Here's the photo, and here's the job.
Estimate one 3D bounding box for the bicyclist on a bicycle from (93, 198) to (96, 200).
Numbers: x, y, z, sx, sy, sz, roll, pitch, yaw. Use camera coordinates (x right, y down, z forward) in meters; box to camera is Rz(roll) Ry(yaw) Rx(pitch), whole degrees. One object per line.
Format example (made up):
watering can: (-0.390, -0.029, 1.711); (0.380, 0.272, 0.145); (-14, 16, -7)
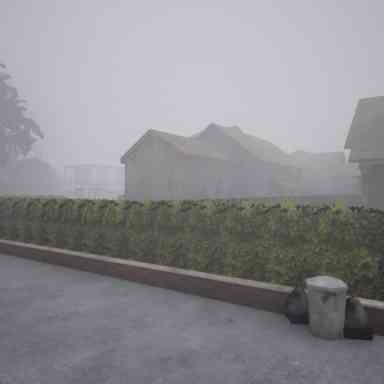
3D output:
bicyclist on a bicycle: (-8.795, 1.348, 30.383); (1.656, 1.620, 0.582); (0, 0, 35)
